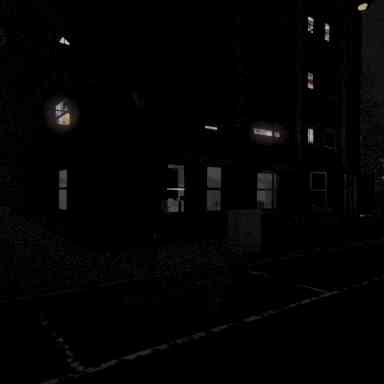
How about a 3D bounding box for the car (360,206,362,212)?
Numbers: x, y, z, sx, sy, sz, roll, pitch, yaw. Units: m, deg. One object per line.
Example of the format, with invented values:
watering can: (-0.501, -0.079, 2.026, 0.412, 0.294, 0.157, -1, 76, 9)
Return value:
car: (13.191, 1.256, 31.808, 2.033, 1.411, 5.357, 0, 1, -37)
